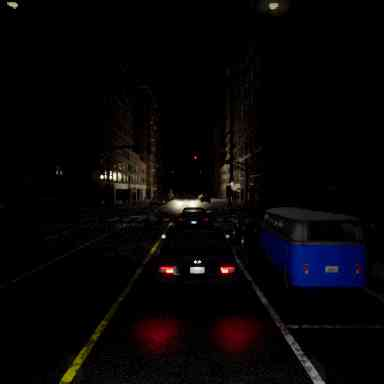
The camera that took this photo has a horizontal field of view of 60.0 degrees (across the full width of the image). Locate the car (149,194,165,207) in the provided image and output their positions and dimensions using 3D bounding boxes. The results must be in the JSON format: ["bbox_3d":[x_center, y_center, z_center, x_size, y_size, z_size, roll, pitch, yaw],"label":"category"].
[{"bbox_3d":[-5.692,1.492,52.106,1.752,1.417,4.829,0,0,0],"label":"car"}]

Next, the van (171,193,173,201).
[{"bbox_3d":[-5.702,1.304,74.079,1.690,1.788,3.998,0,0,0],"label":"van"}]

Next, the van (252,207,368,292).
[{"bbox_3d":[2.852,1.339,8.631,1.690,1.788,3.998,0,0,0],"label":"van"}]

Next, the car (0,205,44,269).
[{"bbox_3d":[-5.673,1.313,8.588,2.192,1.841,5.009,0,0,0],"label":"car"}]

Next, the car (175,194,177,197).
[{"bbox_3d":[-5.707,1.281,84.981,2.192,1.841,5.009,0,0,0],"label":"car"}]

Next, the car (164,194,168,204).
[{"bbox_3d":[-5.694,1.516,57.727,2.008,1.369,4.403,0,0,0],"label":"car"}]

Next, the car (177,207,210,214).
[{"bbox_3d":[0.093,1.557,19.220,1.994,1.385,4.181,0,0,0],"label":"car"}]

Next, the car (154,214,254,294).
[{"bbox_3d":[0.097,1.546,8.900,2.033,1.411,5.357,0,0,0],"label":"car"}]

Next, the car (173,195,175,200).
[{"bbox_3d":[-5.704,1.515,79.530,2.008,1.369,4.403,0,0,0],"label":"car"}]

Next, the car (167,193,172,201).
[{"bbox_3d":[-5.699,1.507,68.629,1.887,1.381,4.507,0,0,0],"label":"car"}]

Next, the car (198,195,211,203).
[{"bbox_3d":[2.825,1.403,68.668,1.967,1.590,4.097,0,0,0],"label":"car"}]

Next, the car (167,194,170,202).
[{"bbox_3d":[-5.697,1.508,63.178,1.887,1.381,4.507,0,0,0],"label":"car"}]

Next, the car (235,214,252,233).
[{"bbox_3d":[2.850,1.562,14.292,1.947,1.339,4.313,0,0,0],"label":"car"}]
